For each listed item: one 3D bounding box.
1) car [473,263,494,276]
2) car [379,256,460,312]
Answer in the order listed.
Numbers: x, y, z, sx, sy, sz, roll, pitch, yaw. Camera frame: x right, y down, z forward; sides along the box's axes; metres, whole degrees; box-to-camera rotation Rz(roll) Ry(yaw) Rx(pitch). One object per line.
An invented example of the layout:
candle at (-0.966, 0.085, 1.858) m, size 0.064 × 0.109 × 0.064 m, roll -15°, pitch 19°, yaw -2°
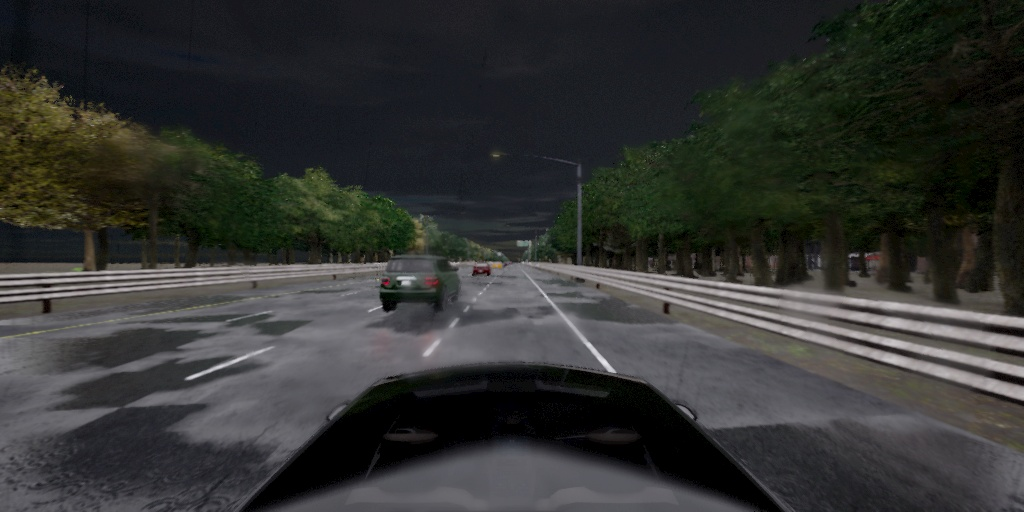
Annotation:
car at (-3.417, 1.522, 41.641) m, size 1.882 × 1.535 × 5.008 m, roll 0°, pitch -1°, yaw 0°
car at (-3.489, 1.011, 14.531) m, size 2.150 × 2.045 × 5.566 m, roll 0°, pitch 0°, yaw 0°
